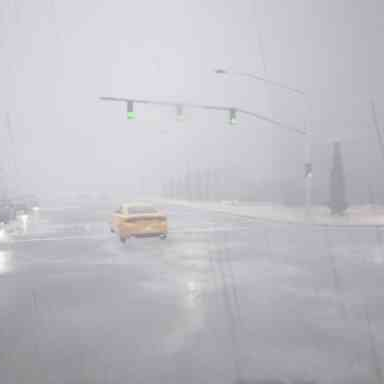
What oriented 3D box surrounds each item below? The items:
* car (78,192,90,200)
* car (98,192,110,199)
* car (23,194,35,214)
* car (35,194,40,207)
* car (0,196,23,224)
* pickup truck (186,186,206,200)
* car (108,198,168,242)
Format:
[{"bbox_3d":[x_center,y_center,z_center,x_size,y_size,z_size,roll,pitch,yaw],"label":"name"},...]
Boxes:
[{"bbox_3d":[-20.379,0.682,62.757,1.994,1.385,4.181,-1,1,-20],"label":"car"},{"bbox_3d":[-16.585,0.683,62.318,1.895,1.301,4.718,-1,1,-20],"label":"car"},{"bbox_3d":[-15.970,1.116,30.495,1.882,1.535,5.008,-1,1,-20],"label":"car"},{"bbox_3d":[-19.504,1.014,40.138,1.837,1.490,4.892,-1,1,-20],"label":"car"},{"bbox_3d":[-12.672,1.249,21.611,2.128,1.511,4.902,-1,1,-20],"label":"car"},{"bbox_3d":[0.776,0.099,53.315,2.390,2.098,6.274,0,1,10],"label":"pickup truck"},{"bbox_3d":[-2.555,1.233,15.071,1.882,1.535,5.008,-1,1,-20],"label":"car"}]
